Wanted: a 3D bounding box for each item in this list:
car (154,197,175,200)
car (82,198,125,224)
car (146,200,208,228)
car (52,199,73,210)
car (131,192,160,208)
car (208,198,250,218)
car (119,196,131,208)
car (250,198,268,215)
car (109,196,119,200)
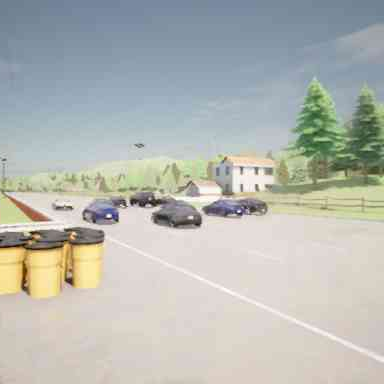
[{"bbox_3d":[-1.348,1.441,28.981,1.994,1.385,4.181,0,0,-30],"label":"car"},{"bbox_3d":[-6.697,1.433,24.236,1.812,1.442,4.674,0,0,-30],"label":"car"},{"bbox_3d":[-1.071,1.473,21.454,1.994,1.385,4.181,0,0,-30],"label":"car"},{"bbox_3d":[-15.516,1.459,39.637,1.895,1.301,4.718,0,0,-30],"label":"car"},{"bbox_3d":[-6.833,1.038,45.604,2.150,2.045,5.566,0,0,-30],"label":"car"},{"bbox_3d":[2.668,1.396,29.009,1.812,1.442,4.674,0,0,-30],"label":"car"},{"bbox_3d":[-10.158,1.333,44.367,1.837,1.490,4.892,0,0,-30],"label":"car"},{"bbox_3d":[5.147,1.359,31.724,1.837,1.490,4.892,0,0,-30],"label":"car"},{"bbox_3d":[-10.412,1.404,37.766,2.033,1.411,5.357,0,0,-30],"label":"car"}]
